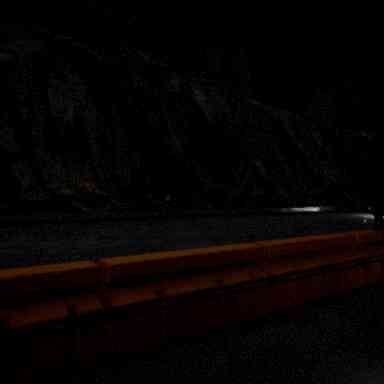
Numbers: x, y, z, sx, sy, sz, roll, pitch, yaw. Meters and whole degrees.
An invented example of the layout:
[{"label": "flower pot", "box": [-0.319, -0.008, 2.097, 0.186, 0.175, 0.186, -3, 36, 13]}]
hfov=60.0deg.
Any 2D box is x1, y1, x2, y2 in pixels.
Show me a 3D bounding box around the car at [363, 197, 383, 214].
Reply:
[{"label": "car", "box": [23.013, 1.560, 39.721, 5.566, 2.045, 2.150, 0, 0, -27]}]
